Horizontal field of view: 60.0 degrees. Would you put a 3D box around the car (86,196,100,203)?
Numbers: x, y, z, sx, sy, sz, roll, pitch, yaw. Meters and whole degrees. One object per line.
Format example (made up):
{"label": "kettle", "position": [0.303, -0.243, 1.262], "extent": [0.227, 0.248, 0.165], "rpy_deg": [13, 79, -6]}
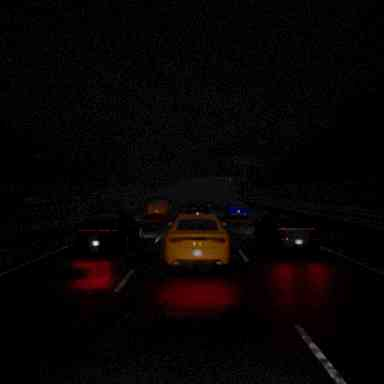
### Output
{"label": "car", "position": [-19.174, 1.513, 64.906], "extent": [2.128, 1.511, 4.902], "rpy_deg": [0, 0, 3]}

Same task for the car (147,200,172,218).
{"label": "car", "position": [-2.953, 1.499, 30.901], "extent": [1.882, 1.535, 5.008], "rpy_deg": [0, 0, 2]}

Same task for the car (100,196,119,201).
{"label": "car", "position": [-15.675, 1.503, 64.832], "extent": [1.837, 1.490, 4.892], "rpy_deg": [0, 1, 3]}

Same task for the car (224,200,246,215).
{"label": "car", "position": [4.049, 1.504, 30.830], "extent": [1.882, 1.535, 5.008], "rpy_deg": [0, 0, 2]}

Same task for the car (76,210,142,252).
{"label": "car", "position": [-3.293, 1.514, 13.894], "extent": [1.837, 1.490, 4.892], "rpy_deg": [0, 0, 1]}

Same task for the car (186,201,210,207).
{"label": "car", "position": [0.509, 1.528, 29.437], "extent": [1.837, 1.490, 4.892], "rpy_deg": [0, 0, 2]}

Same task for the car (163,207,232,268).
{"label": "car", "position": [0.176, 1.487, 11.354], "extent": [1.882, 1.535, 5.008], "rpy_deg": [0, 0, 1]}

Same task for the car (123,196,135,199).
{"label": "car", "position": [-12.180, 1.509, 64.693], "extent": [1.837, 1.490, 4.892], "rpy_deg": [0, 1, 3]}

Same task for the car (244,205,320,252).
{"label": "car", "position": [3.706, 1.504, 13.834], "extent": [2.128, 1.511, 4.902], "rpy_deg": [0, 0, 1]}

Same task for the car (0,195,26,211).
{"label": "car", "position": [-13.837, 1.230, 23.348], "extent": [2.150, 2.045, 5.566], "rpy_deg": [0, 0, 1]}
